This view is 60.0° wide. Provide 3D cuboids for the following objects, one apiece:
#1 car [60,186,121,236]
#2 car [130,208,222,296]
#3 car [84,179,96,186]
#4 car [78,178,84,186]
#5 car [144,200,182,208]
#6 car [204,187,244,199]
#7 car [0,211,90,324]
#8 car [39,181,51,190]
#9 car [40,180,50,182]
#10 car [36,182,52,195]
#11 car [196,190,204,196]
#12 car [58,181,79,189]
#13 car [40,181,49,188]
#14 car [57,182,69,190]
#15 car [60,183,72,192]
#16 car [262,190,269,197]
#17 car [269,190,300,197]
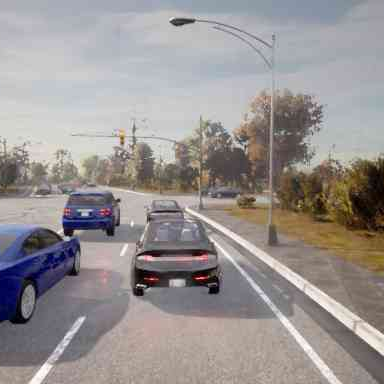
[{"bbox_3d":[-4.845,0.936,16.591,2.150,2.045,5.566,0,2,-8],"label":"car"},{"bbox_3d":[-0.441,1.407,8.494,2.128,1.511,4.902,0,1,-4],"label":"car"},{"bbox_3d":[-25.240,-1.851,82.652,1.895,1.301,4.718,-1,3,-24],"label":"car"},{"bbox_3d":[-28.401,-2.018,81.138,2.097,1.767,4.553,-1,3,-24],"label":"car"},{"bbox_3d":[-1.512,1.158,17.809,2.128,1.511,4.902,0,2,-8],"label":"car"},{"bbox_3d":[4.496,0.076,43.645,4.892,1.490,1.837,0,3,-21],"label":"car"},{"bbox_3d":[-3.811,1.424,7.033,1.882,1.535,5.008,0,1,-4],"label":"car"},{"bbox_3d":[-30.127,-1.406,68.031,2.097,1.767,4.553,-1,3,-24],"label":"car"},{"bbox_3d":[-26.014,-1.099,58.809,2.150,2.045,5.566,-1,3,-23],"label":"car"},{"bbox_3d":[-22.230,-0.358,49.992,1.812,1.442,4.674,-1,3,-23],"label":"car"},{"bbox_3d":[2.994,0.007,46.839,4.718,1.301,1.895,0,3,-20],"label":"car"},{"bbox_3d":[-19.495,-0.517,52.539,2.128,1.511,4.902,-1,3,-23],"label":"car"},{"bbox_3d":[-35.559,-1.820,79.978,1.837,1.490,4.892,-1,3,-24],"label":"car"},{"bbox_3d":[-27.427,-1.356,70.555,2.128,1.511,4.902,-1,3,-24],"label":"car"},{"bbox_3d":[-23.225,-0.931,61.171,1.837,1.490,4.892,-1,3,-23],"label":"car"},{"bbox_3d":[13.104,0.058,50.711,5.008,1.535,1.882,2,2,-21],"label":"car"},{"bbox_3d":[13.925,0.331,47.285,4.718,1.301,1.895,2,2,-21],"label":"car"}]
